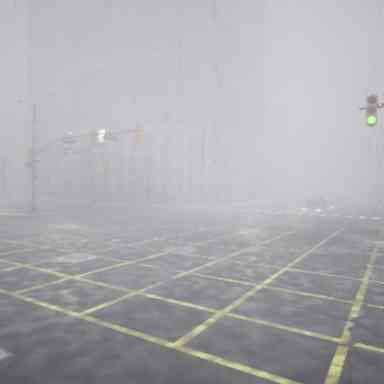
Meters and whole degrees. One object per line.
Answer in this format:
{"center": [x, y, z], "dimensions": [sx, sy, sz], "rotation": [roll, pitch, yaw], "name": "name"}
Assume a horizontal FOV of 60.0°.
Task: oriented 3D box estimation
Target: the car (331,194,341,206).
{"center": [20.806, 1.231, 50.230], "dimensions": [1.812, 1.442, 4.674], "rotation": [2, 1, 32], "name": "car"}

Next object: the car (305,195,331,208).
{"center": [15.759, 1.195, 42.098], "dimensions": [1.882, 1.535, 5.008], "rotation": [2, 1, 31], "name": "car"}

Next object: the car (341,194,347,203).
{"center": [26.325, 1.172, 59.014], "dimensions": [1.882, 1.535, 5.008], "rotation": [2, 1, 32], "name": "car"}
